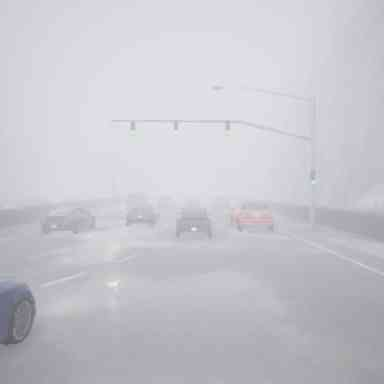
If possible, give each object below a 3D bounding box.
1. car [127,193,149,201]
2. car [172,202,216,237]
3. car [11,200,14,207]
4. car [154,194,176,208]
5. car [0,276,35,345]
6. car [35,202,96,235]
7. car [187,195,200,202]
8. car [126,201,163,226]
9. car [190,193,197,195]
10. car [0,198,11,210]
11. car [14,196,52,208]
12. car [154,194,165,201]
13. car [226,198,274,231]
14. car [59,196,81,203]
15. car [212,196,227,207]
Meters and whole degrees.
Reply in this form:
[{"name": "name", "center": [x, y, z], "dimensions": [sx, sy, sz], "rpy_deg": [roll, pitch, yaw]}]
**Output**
[{"name": "car", "center": [-6.784, 1.114, 42.080], "dimensions": [2.150, 2.045, 5.566], "rpy_deg": [0, 1, 0]}, {"name": "car", "center": [0.101, 1.512, 18.269], "dimensions": [1.837, 1.490, 4.892], "rpy_deg": [0, 0, 0]}, {"name": "car", "center": [-24.336, 1.321, 48.213], "dimensions": [2.128, 1.511, 4.902], "rpy_deg": [0, 1, 0]}, {"name": "car", "center": [-3.275, 1.235, 43.148], "dimensions": [2.097, 1.767, 4.553], "rpy_deg": [0, 0, 0]}, {"name": "car", "center": [-3.413, 1.528, 3.409], "dimensions": [1.812, 1.442, 4.674], "rpy_deg": [0, 0, 0]}, {"name": "car", "center": [-6.913, 1.529, 18.909], "dimensions": [1.812, 1.442, 4.674], "rpy_deg": [0, 0, 0]}, {"name": "car", "center": [0.197, 1.462, 39.639], "dimensions": [2.033, 1.411, 5.357], "rpy_deg": [0, 1, 0]}, {"name": "car", "center": [-3.396, 1.551, 23.603], "dimensions": [1.994, 1.385, 4.181], "rpy_deg": [0, 0, 0]}, {"name": "car", "center": [0.307, 1.039, 66.527], "dimensions": [1.882, 1.535, 5.008], "rpy_deg": [0, 1, 0]}, {"name": "car", "center": [-17.493, 1.476, 27.528], "dimensions": [1.837, 1.490, 4.892], "rpy_deg": [0, 0, 0]}, {"name": "car", "center": [-17.421, 1.408, 37.237], "dimensions": [1.882, 1.535, 5.008], "rpy_deg": [0, 0, 0]}, {"name": "car", "center": [-6.678, 1.081, 68.580], "dimensions": [1.994, 1.385, 4.181], "rpy_deg": [0, 1, 0]}, {"name": "car", "center": [3.603, 1.357, 20.738], "dimensions": [2.097, 1.767, 4.553], "rpy_deg": [0, 0, 0]}, {"name": "car", "center": [-17.341, 1.363, 47.527], "dimensions": [1.812, 1.442, 4.674], "rpy_deg": [0, 1, 0]}, {"name": "car", "center": [3.726, 1.236, 43.112], "dimensions": [2.097, 1.767, 4.553], "rpy_deg": [0, 0, 0]}]
